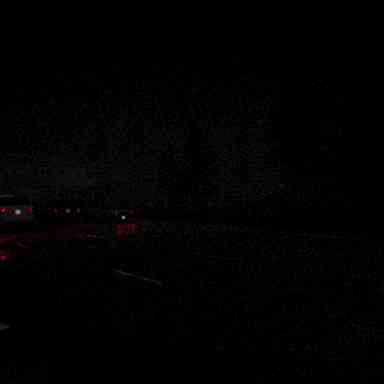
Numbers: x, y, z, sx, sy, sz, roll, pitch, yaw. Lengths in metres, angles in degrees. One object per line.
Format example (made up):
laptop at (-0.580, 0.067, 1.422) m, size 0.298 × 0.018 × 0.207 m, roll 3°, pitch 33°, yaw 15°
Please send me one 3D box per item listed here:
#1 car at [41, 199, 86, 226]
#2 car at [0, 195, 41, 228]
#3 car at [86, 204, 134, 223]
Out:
car at (-9.791, 1.299, 23.476) m, size 4.553 × 1.767 × 2.097 m, roll 0°, pitch 0°, yaw 42°
car at (-11.784, 1.184, 20.558) m, size 5.566 × 2.045 × 2.150 m, roll 0°, pitch 0°, yaw 42°
car at (-6.551, 1.531, 25.269) m, size 4.718 × 1.301 × 1.895 m, roll 0°, pitch 0°, yaw 42°
